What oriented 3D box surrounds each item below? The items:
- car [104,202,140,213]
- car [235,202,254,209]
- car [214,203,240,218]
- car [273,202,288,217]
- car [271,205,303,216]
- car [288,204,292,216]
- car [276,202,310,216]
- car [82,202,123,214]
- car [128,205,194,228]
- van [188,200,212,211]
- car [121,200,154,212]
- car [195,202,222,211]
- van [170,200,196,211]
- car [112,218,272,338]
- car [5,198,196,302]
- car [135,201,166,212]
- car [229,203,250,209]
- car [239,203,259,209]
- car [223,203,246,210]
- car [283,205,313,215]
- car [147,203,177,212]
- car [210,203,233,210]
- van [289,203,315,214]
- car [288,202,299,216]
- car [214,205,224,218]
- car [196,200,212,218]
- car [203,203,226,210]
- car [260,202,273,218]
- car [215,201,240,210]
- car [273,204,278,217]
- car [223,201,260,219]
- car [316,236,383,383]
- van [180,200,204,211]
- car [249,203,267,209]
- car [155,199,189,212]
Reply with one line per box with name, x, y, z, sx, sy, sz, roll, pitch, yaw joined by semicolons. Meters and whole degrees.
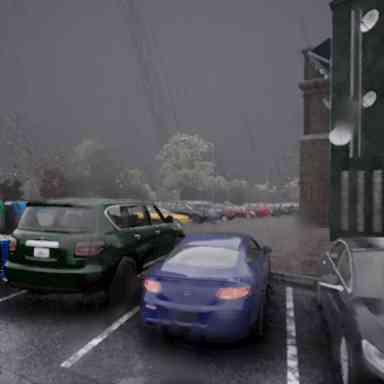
car;-10.508;2.319;49.919;4.792;1.488;2.163;0;-2;15
car;13.360;3.433;84.533;4.553;1.767;2.185;0;-1;14
car;2.302;2.373;36.568;5.008;1.535;2.097;2;0;15
car;10.866;2.572;48.920;5.566;2.045;2.435;2;0;15
car;16.018;3.095;56.322;5.008;1.535;2.097;2;0;15
car;12.565;2.943;51.390;4.792;1.488;2.163;2;0;15
car;17.763;2.936;58.794;5.566;2.045;2.435;2;-1;15
car;-12.649;2.182;47.178;5.366;1.575;1.946;0;-1;15
car;-2.708;2.077;29.096;5.366;1.575;1.946;2;-1;15
van;1.669;2.706;67.370;4.442;1.987;1.878;0;-2;15
car;-8.632;2.266;52.722;4.553;1.767;2.185;0;-2;15
car;3.425;3.019;69.791;5.366;1.575;1.946;1;-2;15
van;-1.714;2.526;62.472;4.442;1.987;1.878;0;-2;15
car;0.536;1.489;6.559;2.002;1.452;4.674;1;0;15
car;-1.869;1.164;8.307;2.435;2.045;5.566;1;0;16
car;-6.879;2.356;55.144;4.553;1.767;2.185;1;-1;15
car;11.671;3.470;82.078;4.892;1.521;2.231;1;-1;14
car;14.985;3.648;86.997;5.008;1.535;2.097;1;-1;14
car;10.175;3.378;79.587;5.366;1.575;1.946;1;-2;14
car;19.438;3.276;61.262;5.008;1.535;2.097;2;0;15
car;-5.218;2.611;57.602;4.674;1.452;2.002;1;-2;15
car;6.654;3.230;74.727;4.792;1.488;2.163;0;-2;15
van;21.042;3.136;63.763;4.442;1.987;1.878;2;0;15
car;14.344;2.755;53.857;5.566;2.045;2.435;2;-1;15
car;0.567;2.319;34.091;4.674;1.452;2.002;2;0;15
car;-1.121;1.930;31.622;5.566;2.045;2.435;2;-1;15
car;4.905;3.139;72.287;4.792;1.488;2.163;0;-1;15
car;7.441;2.392;43.980;5.566;2.045;2.435;2;0;15
car;8.290;3.038;77.190;5.566;2.045;2.435;0;-1;15
car;9.144;2.763;46.450;4.792;1.488;2.163;2;0;15
car;5.719;2.428;41.524;4.553;1.767;2.185;2;-1;15
car;2.947;1.485;4.846;2.231;1.521;4.892;1;0;16
van;-0.023;2.616;64.920;4.442;1.987;1.878;0;-2;15
car;18.202;3.855;91.952;4.792;1.488;2.163;0;-1;13
car;-3.548;2.409;60.058;5.566;2.045;2.435;1;-1;15
